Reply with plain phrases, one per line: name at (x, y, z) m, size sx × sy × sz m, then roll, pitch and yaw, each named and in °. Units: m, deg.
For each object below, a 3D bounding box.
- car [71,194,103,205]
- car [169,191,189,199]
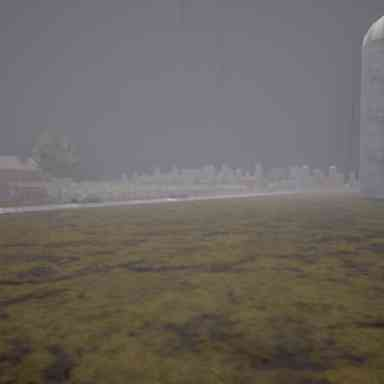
car at (-14.261, 0.958, 45.220) m, size 1.994 × 1.385 × 4.181 m, roll 1°, pitch 2°, yaw 36°
car at (-2.372, 0.549, 61.544) m, size 1.994 × 1.385 × 4.181 m, roll 1°, pitch 2°, yaw 36°
